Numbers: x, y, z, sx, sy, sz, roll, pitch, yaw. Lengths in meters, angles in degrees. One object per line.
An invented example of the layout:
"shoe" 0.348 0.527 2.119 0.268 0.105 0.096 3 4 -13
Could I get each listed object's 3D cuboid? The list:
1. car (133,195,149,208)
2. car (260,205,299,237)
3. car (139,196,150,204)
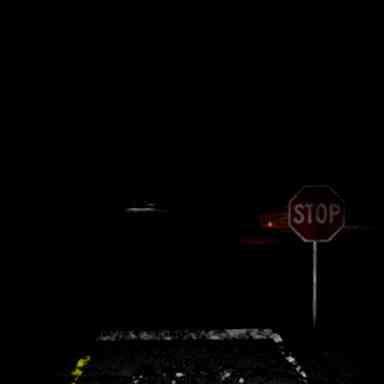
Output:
"car" -6.987 1.274 45.766 2.097 1.767 4.553 0 0 -7
"car" 5.719 1.390 17.552 5.008 1.535 1.882 -1 -1 -38
"car" -8.889 1.427 62.083 1.812 1.442 4.674 0 0 -6
